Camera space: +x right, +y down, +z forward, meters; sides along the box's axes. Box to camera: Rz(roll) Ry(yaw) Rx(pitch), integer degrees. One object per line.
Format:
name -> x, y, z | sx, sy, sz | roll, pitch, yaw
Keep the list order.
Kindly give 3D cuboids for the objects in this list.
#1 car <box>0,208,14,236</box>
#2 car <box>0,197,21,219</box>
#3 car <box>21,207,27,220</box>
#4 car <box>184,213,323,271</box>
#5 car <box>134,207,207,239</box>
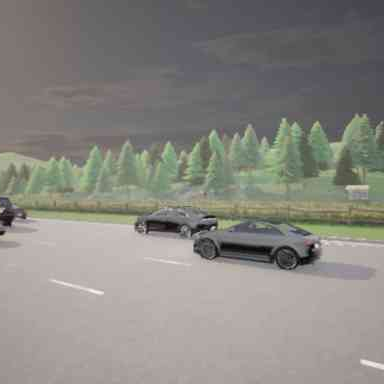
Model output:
car -> -11.208, 1.639, 16.293 | 5.357, 1.411, 2.033 | 0, 0, 36
car -> -14.417, 1.345, 22.881 | 5.566, 2.045, 2.150 | 0, 0, 36
car -> -15.747, 1.670, 28.131 | 4.674, 1.442, 1.812 | 0, 0, 36
car -> 2.106, 1.587, 11.090 | 4.181, 1.385, 1.994 | 0, 0, 36
car -> -0.924, 1.546, 17.552 | 4.902, 1.511, 2.128 | 0, 0, 36
